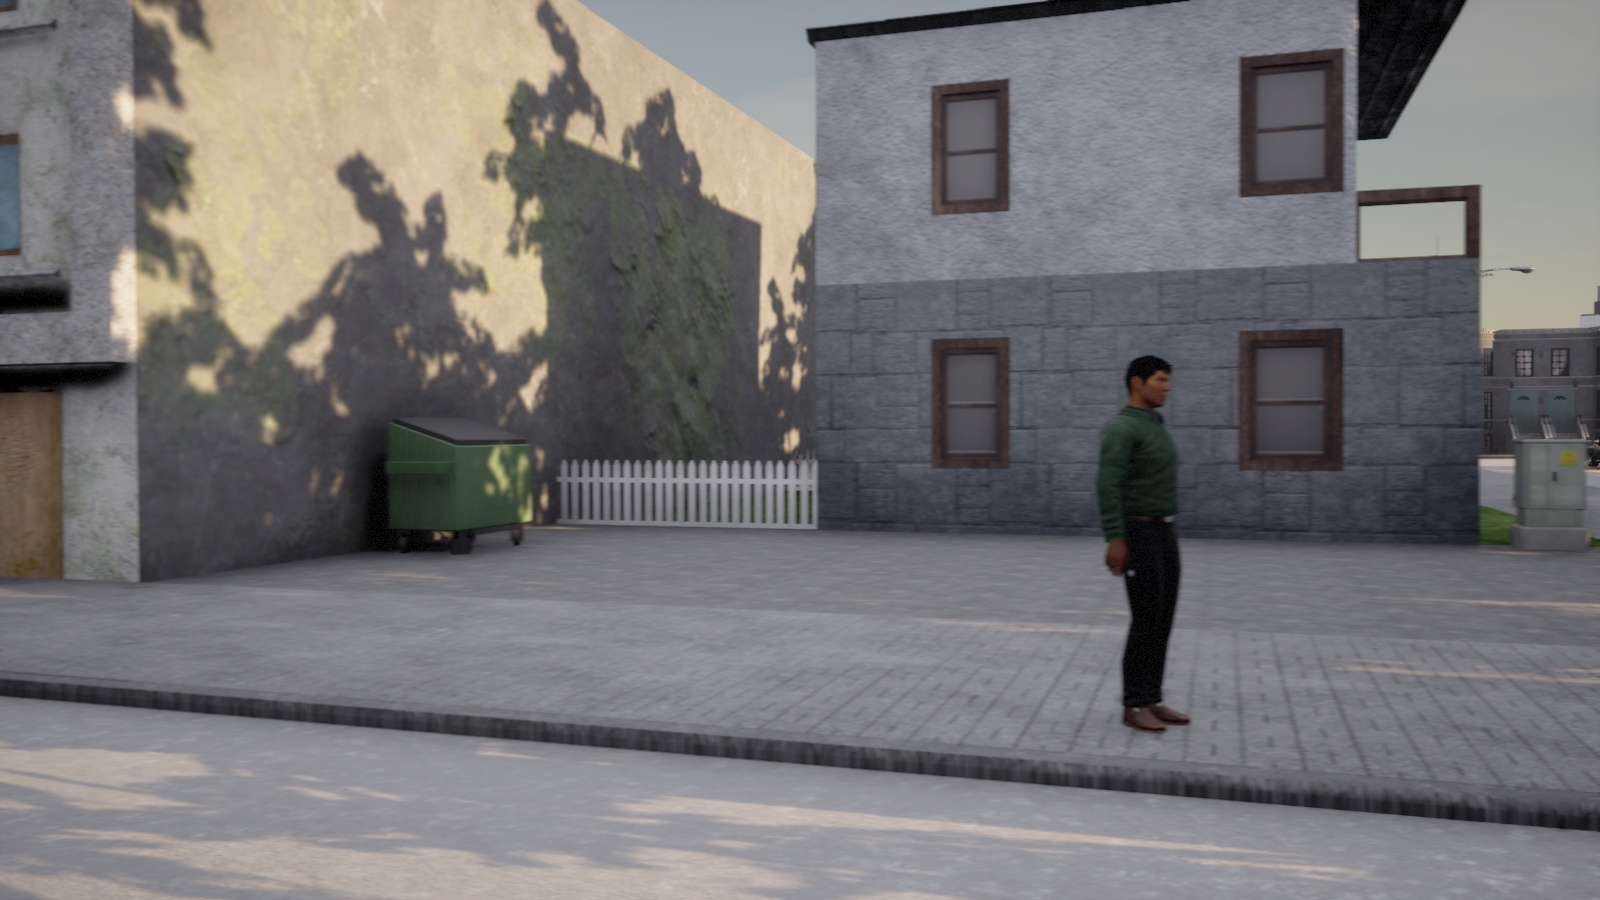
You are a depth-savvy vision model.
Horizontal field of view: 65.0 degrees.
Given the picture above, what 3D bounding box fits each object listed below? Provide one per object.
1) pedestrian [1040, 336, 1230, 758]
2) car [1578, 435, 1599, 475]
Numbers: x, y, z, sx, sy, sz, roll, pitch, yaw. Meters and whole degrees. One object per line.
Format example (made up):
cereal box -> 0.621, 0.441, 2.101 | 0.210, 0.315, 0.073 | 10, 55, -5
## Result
pedestrian -> 1.648, 0.443, 6.220 | 0.423, 1.949, 0.788 | -1, 1, -42
car -> 31.330, 0.186, 47.529 | 2.163, 1.488, 4.792 | 1, 1, 18
